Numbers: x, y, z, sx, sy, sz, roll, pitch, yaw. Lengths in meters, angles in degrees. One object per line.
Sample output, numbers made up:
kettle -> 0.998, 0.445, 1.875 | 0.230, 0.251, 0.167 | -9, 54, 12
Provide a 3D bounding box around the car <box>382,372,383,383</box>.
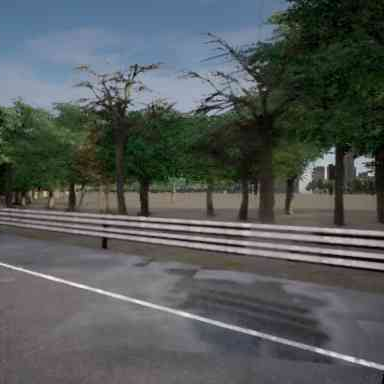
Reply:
car -> 3.262, 1.564, 1.709 | 4.181, 1.385, 1.994 | 0, 0, 35
